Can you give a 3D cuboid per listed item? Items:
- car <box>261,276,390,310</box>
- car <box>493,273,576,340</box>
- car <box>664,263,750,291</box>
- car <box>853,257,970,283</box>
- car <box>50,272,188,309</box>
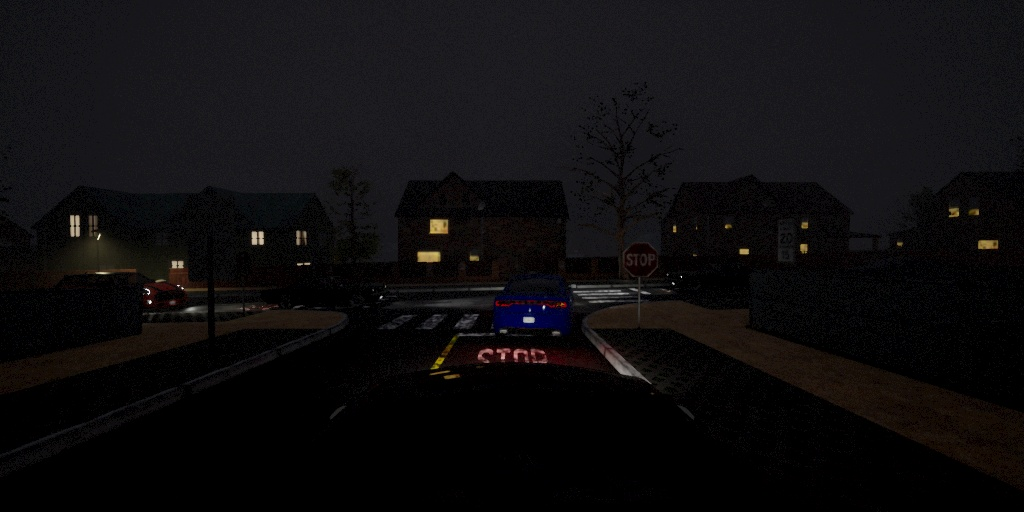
[{"bbox_3d":[-7.815,1.506,15.371,4.718,1.301,1.895,-1,1,0],"label":"car"},{"bbox_3d":[0.784,1.226,10.165,1.882,1.535,5.008,0,0,10],"label":"car"},{"bbox_3d":[10.406,1.034,18.303,4.718,1.301,1.895,-1,1,-1],"label":"car"},{"bbox_3d":[20.051,0.753,18.342,5.357,1.411,2.033,-1,1,0],"label":"car"},{"bbox_3d":[-16.803,1.472,15.360,4.553,1.767,2.097,-1,1,0],"label":"car"}]
